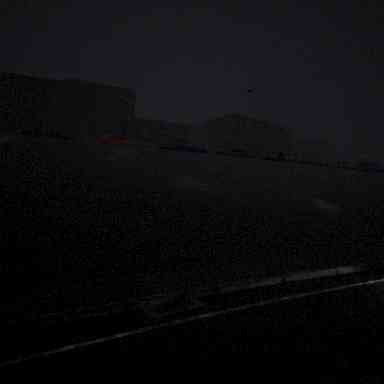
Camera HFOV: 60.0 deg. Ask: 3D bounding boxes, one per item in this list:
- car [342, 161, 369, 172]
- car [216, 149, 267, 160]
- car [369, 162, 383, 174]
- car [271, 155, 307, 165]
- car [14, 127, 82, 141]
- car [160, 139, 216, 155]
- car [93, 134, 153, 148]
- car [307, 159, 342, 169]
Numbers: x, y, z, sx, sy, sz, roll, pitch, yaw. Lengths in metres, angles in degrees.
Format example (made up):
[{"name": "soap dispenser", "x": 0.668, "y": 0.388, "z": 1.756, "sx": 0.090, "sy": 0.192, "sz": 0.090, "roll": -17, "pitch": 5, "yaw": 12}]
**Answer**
[{"name": "car", "x": 18.802, "y": -2.810, "z": 40.372, "sx": 4.553, "sy": 1.767, "sz": 2.185, "roll": 3, "pitch": -1, "yaw": -31}, {"name": "car", "x": 4.455, "y": -3.339, "z": 32.088, "sx": 4.792, "sy": 1.488, "sz": 2.163, "roll": 3, "pitch": -1, "yaw": -28}, {"name": "car", "x": 23.544, "y": -2.669, "z": 43.370, "sx": 5.566, "sy": 2.045, "sz": 2.435, "roll": 3, "pitch": -2, "yaw": -32}, {"name": "car", "x": 9.290, "y": -3.108, "z": 34.740, "sx": 4.674, "sy": 1.452, "sz": 2.002, "roll": 3, "pitch": -1, "yaw": -29}, {"name": "car", "x": -10.586, "y": -3.997, "z": 24.638, "sx": 4.674, "sy": 1.452, "sz": 2.002, "roll": 2, "pitch": -1, "yaw": -24}, {"name": "car", "x": -0.610, "y": -3.722, "z": 29.436, "sx": 4.553, "sy": 1.767, "sz": 2.185, "roll": 3, "pitch": -1, "yaw": -26}, {"name": "car", "x": -5.563, "y": -3.816, "z": 26.988, "sx": 5.008, "sy": 1.535, "sz": 2.097, "roll": 3, "pitch": -1, "yaw": -25}, {"name": "car", "x": 13.984, "y": -2.929, "z": 37.447, "sx": 4.892, "sy": 1.521, "sz": 2.231, "roll": 3, "pitch": -1, "yaw": -30}]
